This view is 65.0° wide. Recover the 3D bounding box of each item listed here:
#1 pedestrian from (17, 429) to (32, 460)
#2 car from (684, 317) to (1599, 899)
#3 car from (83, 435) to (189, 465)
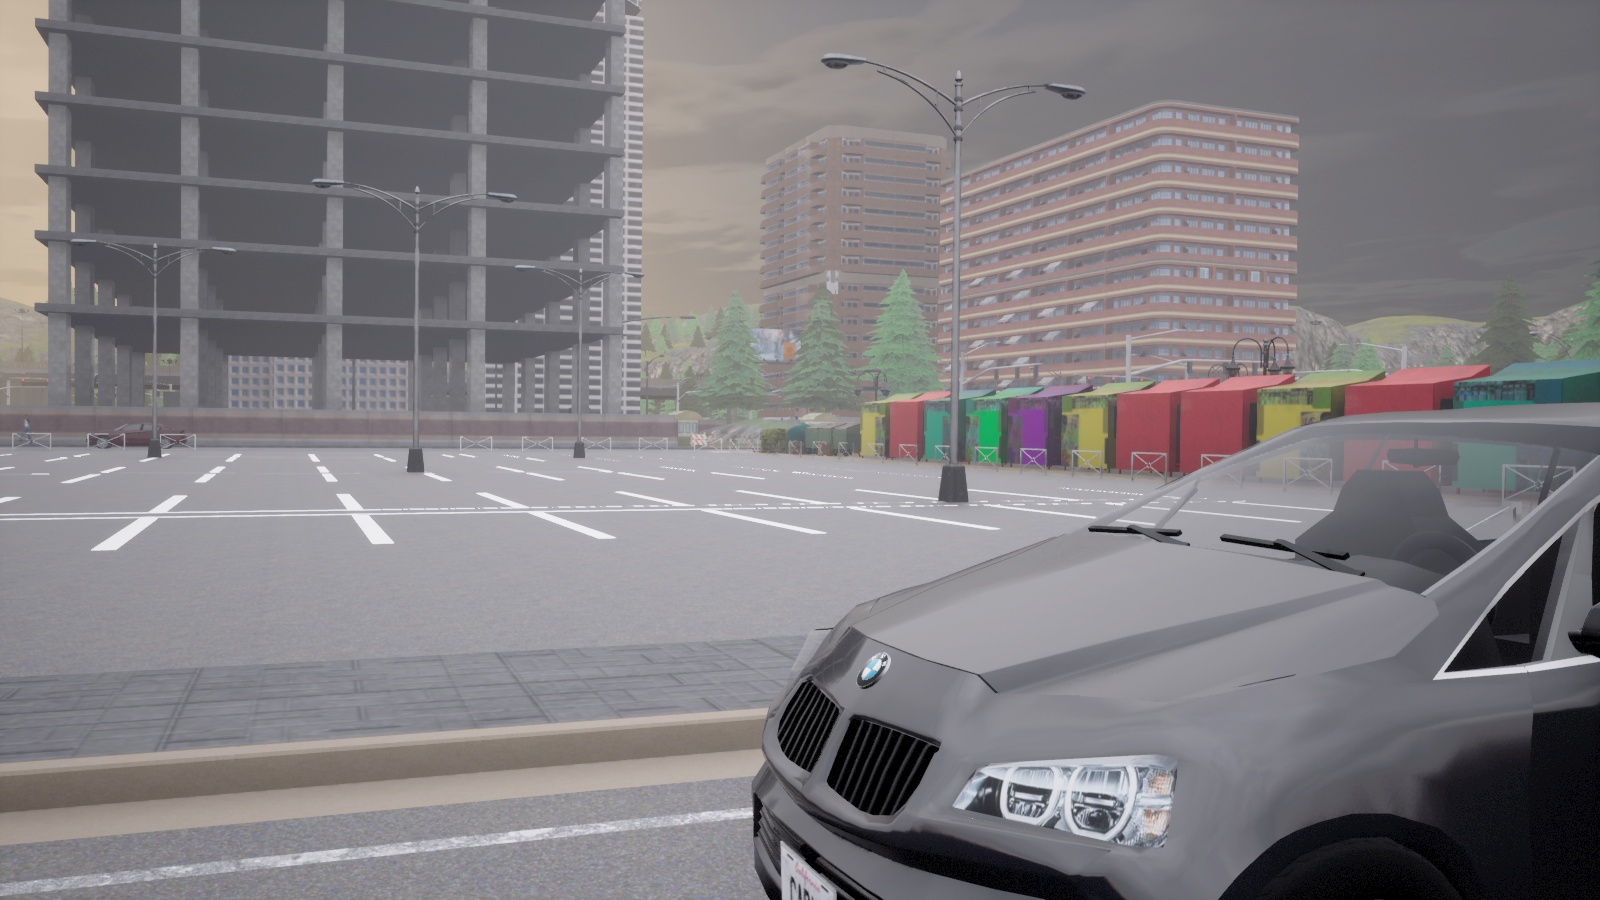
[{"bbox_3d":[-45.860,-0.315,74.277,0.706,1.836,0.354,-1,1,-37],"label":"pedestrian"},{"bbox_3d":[2.168,0.553,4.061,4.611,1.667,2.242,-1,1,-21],"label":"car"},{"bbox_3d":[-36.933,-0.019,69.992,5.008,1.535,1.882,-1,1,-23],"label":"car"}]
